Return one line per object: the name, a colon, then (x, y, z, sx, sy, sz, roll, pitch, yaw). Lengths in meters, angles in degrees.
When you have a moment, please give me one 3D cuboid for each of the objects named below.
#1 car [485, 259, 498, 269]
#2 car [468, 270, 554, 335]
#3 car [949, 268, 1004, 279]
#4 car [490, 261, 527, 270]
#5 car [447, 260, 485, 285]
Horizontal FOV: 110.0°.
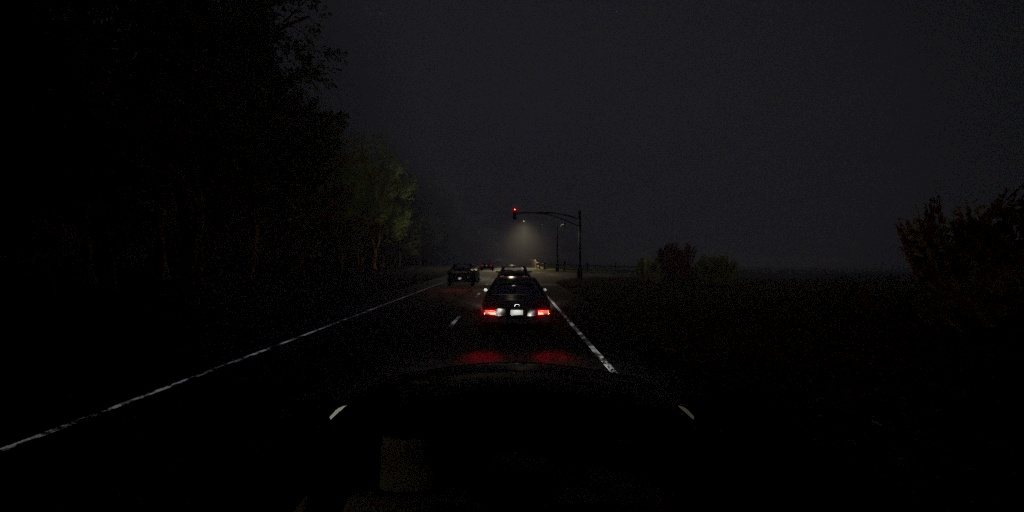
car: (-3.405, 1.304, 50.512, 2.033, 1.411, 5.357, 0, 0, 0)
car: (0.101, 1.300, 10.470, 2.033, 1.411, 5.357, 0, 0, 0)
car: (50.203, 1.896, 38.862, 4.718, 1.301, 1.895, 1, -1, 0)
car: (0.103, 1.246, 20.219, 2.128, 1.511, 4.902, 0, 0, 0)
car: (-3.402, 1.247, 25.780, 2.128, 1.511, 4.902, 0, 0, 0)
